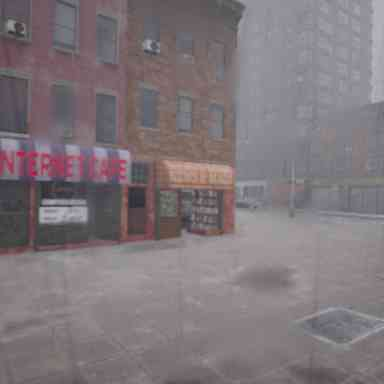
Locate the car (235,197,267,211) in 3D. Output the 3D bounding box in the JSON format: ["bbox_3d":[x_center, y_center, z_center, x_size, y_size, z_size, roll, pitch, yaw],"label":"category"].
[{"bbox_3d":[6.461,1.330,38.384,2.128,1.511,4.902,1,0,-35],"label":"car"}]
